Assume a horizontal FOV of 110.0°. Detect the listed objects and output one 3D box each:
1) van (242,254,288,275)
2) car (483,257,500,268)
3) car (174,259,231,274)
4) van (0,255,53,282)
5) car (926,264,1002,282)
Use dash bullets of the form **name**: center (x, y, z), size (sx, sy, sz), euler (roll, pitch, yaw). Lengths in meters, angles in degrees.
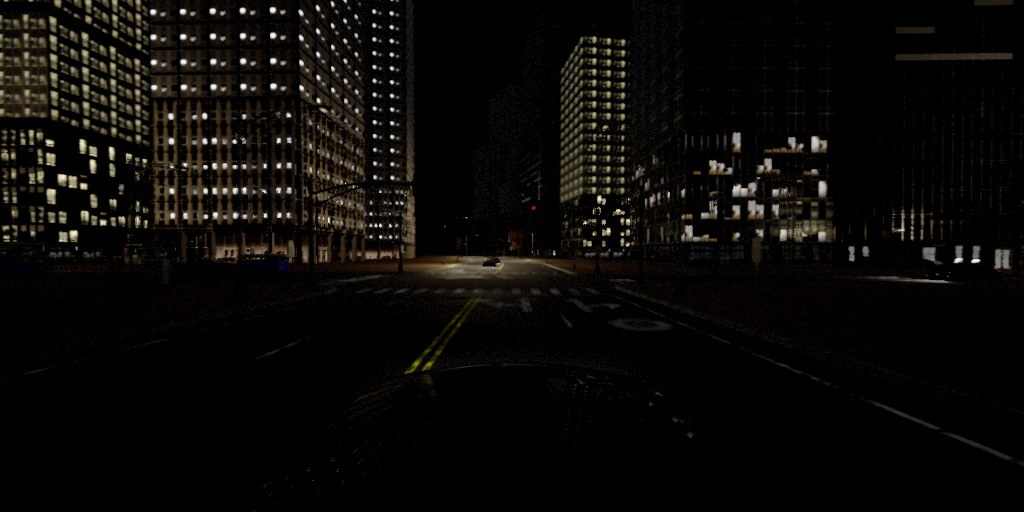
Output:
- **van**: center (-22.661, 0.756, 32.661), size (3.998, 1.789, 1.690), euler (0, 0, 1)
- **car**: center (-3.259, 0.950, 52.678), size (2.033, 1.411, 5.357), euler (0, 1, 0)
- **car**: center (-28.199, 0.934, 32.707), size (4.507, 1.381, 1.888), euler (0, 0, 1)
- **van**: center (-33.940, 0.821, 24.442), size (3.998, 1.789, 1.690), euler (0, 0, 1)
- **car**: center (36.237, 1.302, 28.827), size (4.181, 1.385, 1.994), euler (0, 1, 1)
